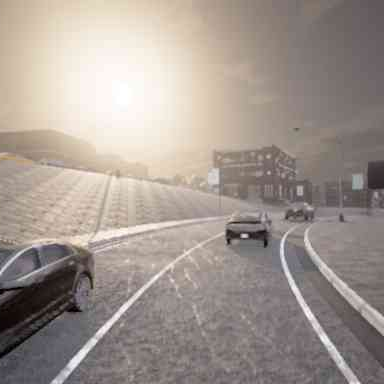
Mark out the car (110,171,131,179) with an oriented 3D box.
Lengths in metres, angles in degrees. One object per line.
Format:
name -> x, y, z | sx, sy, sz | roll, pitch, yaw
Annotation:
car -> -11.667, -2.327, 49.827 | 2.002, 1.452, 4.674 | -1, -3, 23

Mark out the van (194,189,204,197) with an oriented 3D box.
van -> 2.004, 0.365, 92.004 | 1.878, 1.987, 4.442 | 0, -5, 14

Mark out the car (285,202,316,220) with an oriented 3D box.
car -> 10.554, 1.759, 32.359 | 2.097, 1.767, 4.553 | -1, -2, 30

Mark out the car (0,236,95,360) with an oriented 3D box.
car -> -3.070, 1.493, 4.953 | 2.128, 1.511, 4.902 | 0, 0, 6

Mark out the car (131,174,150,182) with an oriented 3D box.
car -> -9.627, -2.084, 54.845 | 2.231, 1.521, 4.892 | -1, -3, 22

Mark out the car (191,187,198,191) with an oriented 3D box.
car -> -0.817, -0.256, 81.171 | 2.002, 1.452, 4.674 | 0, -4, 16

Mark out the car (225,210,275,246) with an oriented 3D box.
car -> 2.820, 1.586, 15.776 | 2.128, 1.511, 4.902 | -1, -1, 17

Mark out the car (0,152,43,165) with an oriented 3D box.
car -> -18.624, -3.225, 34.595 | 2.097, 1.535, 5.008 | -1, -3, 27

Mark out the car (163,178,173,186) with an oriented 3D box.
car -> -5.726, -1.684, 65.387 | 2.435, 2.045, 5.566 | -1, -4, 20

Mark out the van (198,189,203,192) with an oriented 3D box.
van -> 0.681, -0.085, 86.644 | 1.878, 1.987, 4.442 | 0, -4, 15

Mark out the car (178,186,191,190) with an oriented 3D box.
car -> -2.357, -0.659, 75.862 | 2.002, 1.452, 4.674 | -1, -4, 17

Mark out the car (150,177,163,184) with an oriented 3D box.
car -> -7.624, -1.895, 60.111 | 2.185, 1.767, 4.553 | -1, -4, 21

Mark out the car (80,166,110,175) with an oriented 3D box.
car -> -13.853, -2.622, 44.768 | 2.163, 1.488, 4.792 | -1, -3, 24

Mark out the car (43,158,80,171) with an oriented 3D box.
car -> -16.221, -3.070, 39.569 | 2.185, 1.767, 4.553 | -1, -3, 26

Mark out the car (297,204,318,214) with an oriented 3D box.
car -> 18.487, 2.666, 52.993 | 2.033, 1.411, 5.357 | -1, -3, 31
